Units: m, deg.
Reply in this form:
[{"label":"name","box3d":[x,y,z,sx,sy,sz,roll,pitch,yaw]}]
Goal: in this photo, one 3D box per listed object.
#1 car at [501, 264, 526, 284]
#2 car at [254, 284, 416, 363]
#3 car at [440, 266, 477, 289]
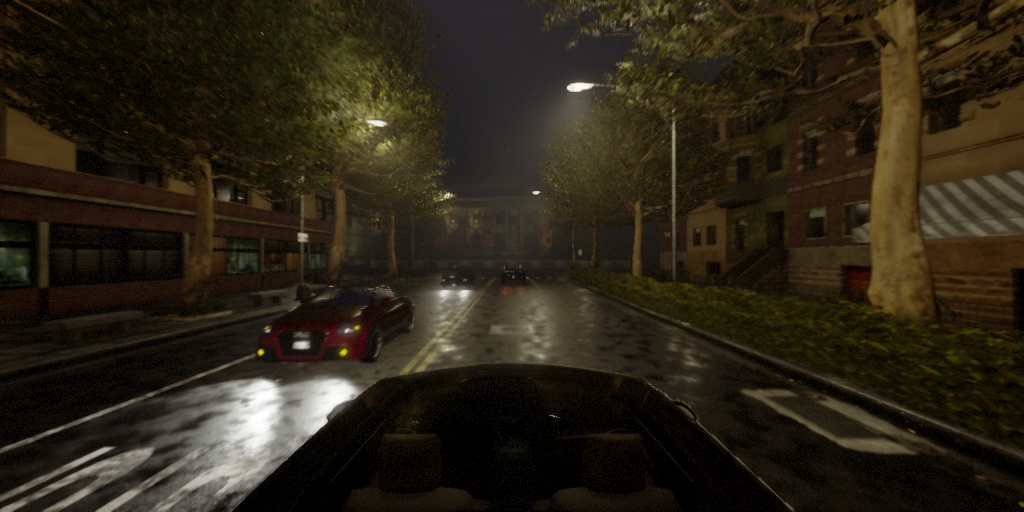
[{"label":"car","box3d":[0.110,1.354,28.728,2.128,1.511,4.902,0,0,0]},{"label":"car","box3d":[-3.592,1.341,8.110,1.994,1.385,4.181,0,0,0]},{"label":"car","box3d":[-3.527,1.393,24.582,2.033,1.411,5.357,0,0,1]}]
